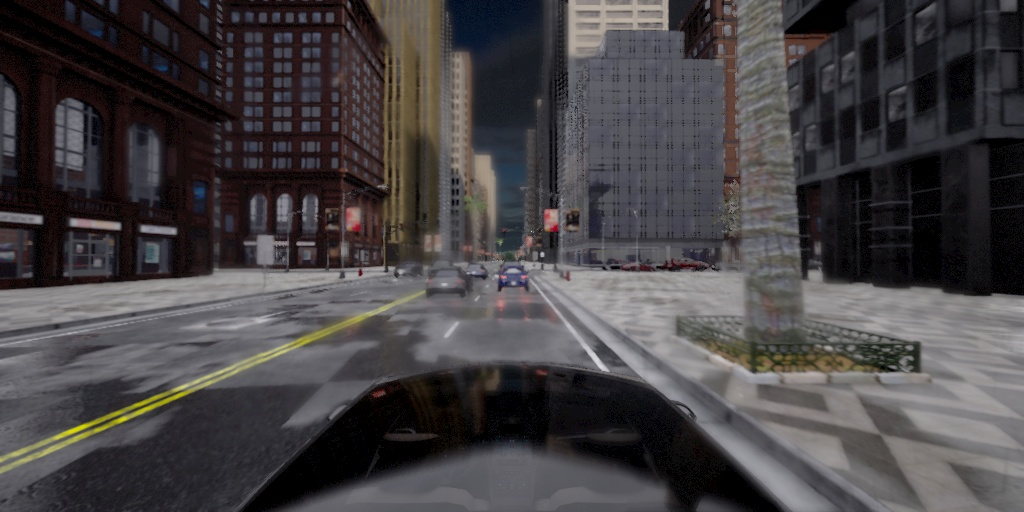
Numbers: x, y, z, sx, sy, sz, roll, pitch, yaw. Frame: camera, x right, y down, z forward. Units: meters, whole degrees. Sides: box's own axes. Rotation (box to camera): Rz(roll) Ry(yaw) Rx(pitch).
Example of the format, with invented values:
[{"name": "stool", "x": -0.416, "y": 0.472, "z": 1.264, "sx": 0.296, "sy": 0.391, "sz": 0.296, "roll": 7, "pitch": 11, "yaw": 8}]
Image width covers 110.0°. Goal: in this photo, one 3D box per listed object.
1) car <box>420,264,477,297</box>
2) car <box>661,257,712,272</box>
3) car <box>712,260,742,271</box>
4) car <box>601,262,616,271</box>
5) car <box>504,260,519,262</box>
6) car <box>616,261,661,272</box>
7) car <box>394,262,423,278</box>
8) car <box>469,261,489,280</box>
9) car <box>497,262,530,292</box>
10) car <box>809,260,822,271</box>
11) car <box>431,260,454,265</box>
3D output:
[{"name": "car", "x": -3.159, "y": 1.319, "z": 18.763, "sx": 1.994, "sy": 1.385, "sz": 4.181, "roll": 0, "pitch": 0, "yaw": 0}, {"name": "car", "x": 20.935, "y": 1.063, "z": 43.607, "sx": 5.009, "sy": 1.841, "sz": 2.192, "roll": 0, "pitch": 0, "yaw": -1}, {"name": "car", "x": 26.572, "y": 1.298, "z": 43.697, "sx": 4.313, "sy": 1.339, "sz": 1.948, "roll": 0, "pitch": 0, "yaw": -1}, {"name": "car", "x": 15.162, "y": 1.440, "z": 52.040, "sx": 4.313, "sy": 1.339, "sz": 1.948, "roll": 0, "pitch": 0, "yaw": -1}, {"name": "car", "x": -0.014, "y": 1.147, "z": 30.480, "sx": 2.097, "sy": 1.767, "sz": 4.553, "roll": 0, "pitch": 0, "yaw": 0}, {"name": "car", "x": 15.297, "y": 1.349, "z": 43.516, "sx": 4.207, "sy": 1.307, "sz": 1.802, "roll": 0, "pitch": 0, "yaw": -1}, {"name": "car", "x": -9.793, "y": 1.306, "z": 34.336, "sx": 2.128, "sy": 1.511, "sz": 4.902, "roll": 0, "pitch": 0, "yaw": 0}, {"name": "car", "x": -3.165, "y": 1.366, "z": 31.875, "sx": 1.994, "sy": 1.385, "sz": 4.181, "roll": 0, "pitch": 0, "yaw": 0}, {"name": "car", "x": 0.095, "y": 1.289, "z": 21.495, "sx": 1.812, "sy": 1.442, "sz": 4.674, "roll": 0, "pitch": 0, "yaw": 0}, {"name": "car", "x": 37.738, "y": 1.246, "z": 46.551, "sx": 4.892, "sy": 1.490, "sz": 1.837, "roll": -1, "pitch": -1, "yaw": -1}, {"name": "car", "x": -6.549, "y": 1.162, "z": 33.905, "sx": 2.097, "sy": 1.767, "sz": 4.553, "roll": 0, "pitch": 0, "yaw": 0}]
